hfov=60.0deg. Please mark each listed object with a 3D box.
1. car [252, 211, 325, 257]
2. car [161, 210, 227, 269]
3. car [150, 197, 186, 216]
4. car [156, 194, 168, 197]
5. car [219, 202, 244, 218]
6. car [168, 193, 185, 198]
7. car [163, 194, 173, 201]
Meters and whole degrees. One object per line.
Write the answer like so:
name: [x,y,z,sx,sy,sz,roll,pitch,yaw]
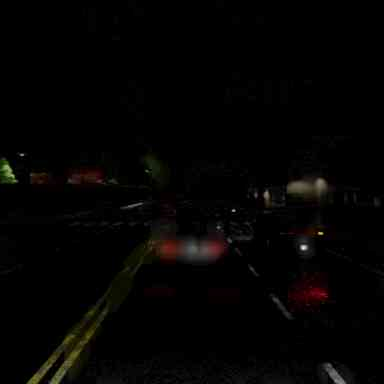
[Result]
car: [3.555,1.506,12.941,1.837,1.490,4.892,0,0,0]
car: [0.041,1.549,11.106,2.033,1.411,5.357,0,0,1]
car: [-2.253,1.495,29.501,2.128,1.511,4.902,0,0,-23]
car: [-6.689,1.507,69.388,1.837,1.490,4.892,0,0,1]
car: [3.575,1.567,30.491,1.994,1.385,4.181,0,0,0]
car: [-3.194,1.231,68.862,2.150,2.045,5.566,0,0,1]
car: [-6.149,1.346,85.693,2.097,1.767,4.553,0,0,5]
